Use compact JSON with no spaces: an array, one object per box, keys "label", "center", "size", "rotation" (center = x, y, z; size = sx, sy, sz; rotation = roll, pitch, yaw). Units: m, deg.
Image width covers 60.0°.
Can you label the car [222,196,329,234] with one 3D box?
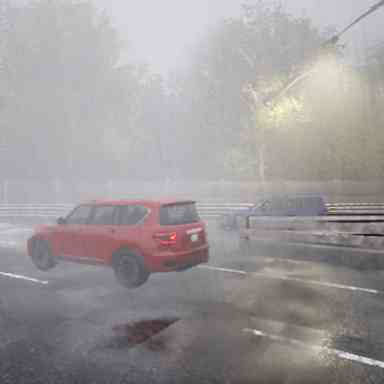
[{"label":"car","center":[4.310,1.276,17.467],"size":[5.566,2.045,2.150],"rotation":[-1,0,-1]}]

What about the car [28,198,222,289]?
[{"label":"car","center":[-2.211,1.200,9.328],"size":[5.566,2.045,2.150],"rotation":[-1,0,32]}]
